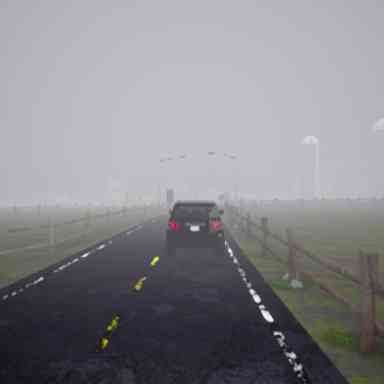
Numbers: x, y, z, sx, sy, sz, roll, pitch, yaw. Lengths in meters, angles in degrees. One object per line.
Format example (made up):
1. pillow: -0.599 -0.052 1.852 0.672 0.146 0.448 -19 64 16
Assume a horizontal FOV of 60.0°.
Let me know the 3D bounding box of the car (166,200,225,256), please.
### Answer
1. car: 0.171 1.352 13.949 2.150 2.045 5.566 0 0 2

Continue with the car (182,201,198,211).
1. car: -0.216 2.080 51.019 1.895 1.301 4.718 0 -1 6

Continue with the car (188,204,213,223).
1. car: 0.820 1.844 29.163 1.994 1.385 4.181 0 -1 3
